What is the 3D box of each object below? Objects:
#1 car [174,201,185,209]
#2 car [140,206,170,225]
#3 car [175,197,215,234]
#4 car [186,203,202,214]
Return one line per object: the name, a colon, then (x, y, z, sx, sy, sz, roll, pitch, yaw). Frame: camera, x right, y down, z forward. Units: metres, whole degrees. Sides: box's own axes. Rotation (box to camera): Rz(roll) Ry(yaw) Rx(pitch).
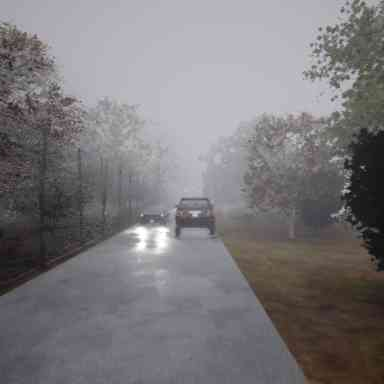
car: (-2.430, 2.494, 66.132, 1.812, 1.442, 4.674, 0, -1, 1)
car: (-2.797, 1.752, 25.463, 1.895, 1.301, 4.718, 0, -1, 0)
car: (0.155, 1.307, 19.744, 2.150, 2.045, 5.566, 0, -1, 0)
car: (0.244, 2.040, 42.753, 1.895, 1.301, 4.718, 0, -1, 1)
